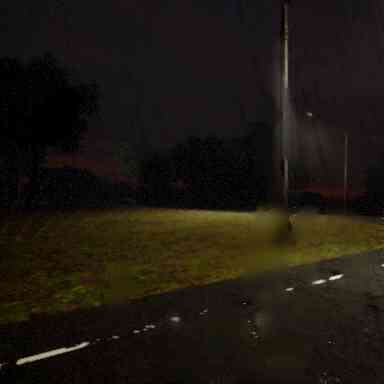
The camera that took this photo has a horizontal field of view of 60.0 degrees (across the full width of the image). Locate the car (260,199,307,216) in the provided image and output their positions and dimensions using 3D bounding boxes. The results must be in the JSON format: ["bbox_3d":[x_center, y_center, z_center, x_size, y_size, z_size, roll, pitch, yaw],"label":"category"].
[{"bbox_3d":[8.354,1.393,30.889,1.812,1.442,4.674,4,-3,-35],"label":"car"}]

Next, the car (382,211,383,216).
[{"bbox_3d":[19.026,1.689,27.794,2.033,1.411,5.357,4,-3,-35],"label":"car"}]

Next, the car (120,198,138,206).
[{"bbox_3d":[-11.299,1.731,59.227,1.812,1.442,4.674,3,-3,-34],"label":"car"}]
